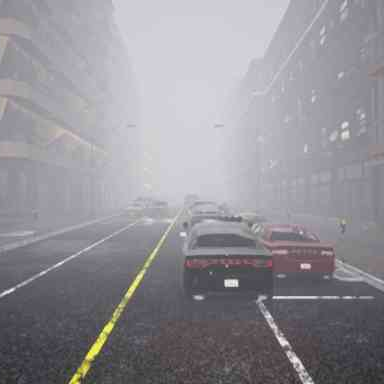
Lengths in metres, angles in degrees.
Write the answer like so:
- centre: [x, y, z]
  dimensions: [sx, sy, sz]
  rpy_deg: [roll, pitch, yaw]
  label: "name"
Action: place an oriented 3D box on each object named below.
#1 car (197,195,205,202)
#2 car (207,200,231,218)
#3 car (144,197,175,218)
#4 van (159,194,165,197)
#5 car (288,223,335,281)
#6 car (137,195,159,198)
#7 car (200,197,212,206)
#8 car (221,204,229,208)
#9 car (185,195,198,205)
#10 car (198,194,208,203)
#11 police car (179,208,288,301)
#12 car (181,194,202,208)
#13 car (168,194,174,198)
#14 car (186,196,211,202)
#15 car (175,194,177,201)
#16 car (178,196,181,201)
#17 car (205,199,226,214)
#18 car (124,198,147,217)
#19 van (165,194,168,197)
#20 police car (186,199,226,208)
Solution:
- centre: [2.429, 1.642, 87.185]
  dimensions: [1.967, 1.590, 4.097]
  rpy_deg: [1, 0, 0]
  label: "car"
- centre: [2.542, 1.575, 31.875]
  dimensions: [1.887, 1.381, 4.507]
  rpy_deg: [1, 0, 0]
  label: "car"
- centre: [-2.889, 1.533, 30.444]
  dimensions: [1.837, 1.490, 4.892]
  rpy_deg: [0, 0, 0]
  label: "car"
- centre: [-5.357, 1.405, 48.517]
  dimensions: [1.690, 1.788, 3.998]
  rpy_deg: [2, 0, 0]
  label: "van"
- centre: [2.574, 1.548, 9.753]
  dimensions: [1.887, 1.381, 4.507]
  rpy_deg: [1, 0, 0]
  label: "car"
- centre: [-5.340, 1.356, 37.459]
  dimensions: [2.192, 1.841, 5.009]
  rpy_deg: [2, 0, 0]
  label: "car"
- centre: [2.502, 1.641, 59.528]
  dimensions: [1.887, 1.381, 4.507]
  rpy_deg: [1, 0, 0]
  label: "car"
- centre: [2.566, 1.533, 15.455]
  dimensions: [1.752, 1.417, 4.829]
  rpy_deg: [1, 0, 0]
  label: "car"
- centre: [-0.083, 1.450, 59.934]
  dimensions: [2.097, 1.767, 4.553]
  rpy_deg: [0, 0, 0]
  label: "car"
- centre: [2.449, 1.470, 76.123]
  dimensions: [2.192, 1.841, 5.009]
  rpy_deg: [1, 0, 0]
  label: "car"
- centre: [0.705, 1.428, 8.527]
  dimensions: [1.930, 1.638, 5.238]
  rpy_deg: [0, 0, 0]
  label: "police car"
- centre: [-0.054, 1.278, 45.523]
  dimensions: [2.150, 2.045, 5.566]
  rpy_deg: [0, 0, 0]
  label: "car"
- centre: [-5.381, 1.430, 65.110]
  dimensions: [2.192, 1.841, 5.009]
  rpy_deg: [1, 0, 0]
  label: "car"
- centre: [0.792, 1.369, 24.392]
  dimensions: [2.097, 1.767, 4.553]
  rpy_deg: [0, 0, 0]
  label: "car"
- centre: [-5.412, 1.743, 81.702]
  dimensions: [1.947, 1.339, 4.313]
  rpy_deg: [1, 0, 0]
  label: "car"
- centre: [-2.880, 1.735, 92.777]
  dimensions: [1.837, 1.490, 4.892]
  rpy_deg: [0, -1, 0]
  label: "car"
- centre: [2.533, 1.591, 37.407]
  dimensions: [2.008, 1.369, 4.403]
  rpy_deg: [1, 0, 0]
  label: "car"
- centre: [-5.338, 1.556, 31.757]
  dimensions: [1.752, 1.417, 4.829]
  rpy_deg: [2, 0, 0]
  label: "car"
- centre: [-5.366, 1.421, 54.049]
  dimensions: [1.690, 1.788, 3.998]
  rpy_deg: [1, 0, 0]
  label: "van"
- centre: [0.802, 1.436, 18.529]
  dimensions: [1.930, 1.638, 5.238]
  rpy_deg: [0, 0, 0]
  label: "police car"
